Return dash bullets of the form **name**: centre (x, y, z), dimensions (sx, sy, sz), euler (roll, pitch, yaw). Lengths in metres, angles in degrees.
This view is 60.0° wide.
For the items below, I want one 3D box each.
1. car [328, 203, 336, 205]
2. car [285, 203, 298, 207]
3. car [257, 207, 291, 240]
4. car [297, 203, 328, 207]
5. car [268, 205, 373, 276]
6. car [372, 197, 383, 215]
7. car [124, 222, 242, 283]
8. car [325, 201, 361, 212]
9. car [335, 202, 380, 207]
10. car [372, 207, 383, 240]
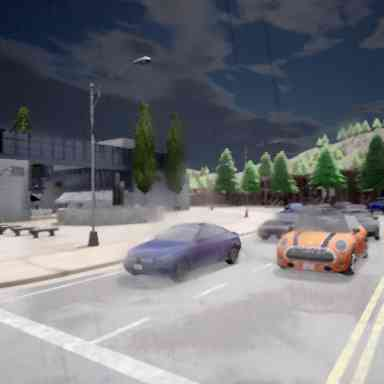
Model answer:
- **car**: centre (15.838, 2.063, 39.959), dimensions (1.994, 1.385, 4.181), euler (-1, -1, 2)
- **car**: centre (12.302, 2.024, 39.301), dimensions (1.882, 1.535, 5.008), euler (-1, -1, 3)
- **car**: centre (5.421, 1.816, 18.508), dimensions (2.033, 1.411, 5.357), euler (-2, -1, 33)
- **car**: centre (9.963, 1.873, 27.803), dimensions (1.837, 1.490, 4.892), euler (-1, -1, 18)
- **car**: centre (4.469, 1.495, 11.070), dimensions (2.097, 1.767, 4.553), euler (-2, -1, 34)
- **car**: centre (22.799, 1.584, 39.010), dimensions (2.150, 2.045, 5.566), euler (-1, -1, 3)
- **car**: centre (-0.045, 1.738, 10.677), dimensions (1.812, 1.442, 4.674), euler (-2, -1, 36)
- **car**: centre (22.285, 2.117, 49.420), dimensions (2.033, 1.411, 5.357), euler (-1, -1, -12)
- **car**: centre (13.426, 1.791, 27.292), dimensions (2.128, 1.511, 4.902), euler (-1, -1, 18)
- **car**: centre (9.209, 1.764, 18.294), dimensions (1.994, 1.385, 4.181), euler (-2, -1, 30)
